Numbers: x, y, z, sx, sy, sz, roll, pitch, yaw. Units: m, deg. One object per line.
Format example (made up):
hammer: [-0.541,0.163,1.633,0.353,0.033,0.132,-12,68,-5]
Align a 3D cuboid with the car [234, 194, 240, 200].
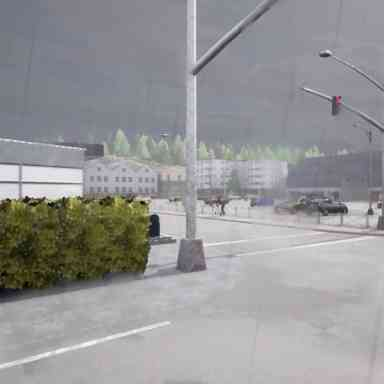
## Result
car: [9.691,1.232,77.884,3.806,1.475,1.970,0,0,-35]

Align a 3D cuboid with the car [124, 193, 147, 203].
car: [-10.758,1.077,63.628,3.866,1.878,1.905,0,0,-35]

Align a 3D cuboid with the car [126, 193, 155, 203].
car: [-9.357,1.361,60.551,3.806,1.475,1.970,0,0,-35]

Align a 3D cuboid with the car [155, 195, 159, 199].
car: [-11.327,1.286,90.768,5.008,1.535,1.882,0,0,-35]

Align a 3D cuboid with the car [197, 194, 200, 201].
car: [1.814,1.298,76.855,4.514,1.523,2.007,0,0,-35]

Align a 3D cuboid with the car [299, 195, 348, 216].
car: [12.124,1.340,29.942,4.514,1.523,2.007,0,0,-35]

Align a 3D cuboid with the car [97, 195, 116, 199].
car: [-11.399,1.505,41.331,1.837,1.490,4.892,0,0,-35]

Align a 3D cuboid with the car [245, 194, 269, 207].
car: [9.802,1.320,46.591,3.633,1.501,1.845,0,0,-35]

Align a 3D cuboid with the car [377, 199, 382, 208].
car: [25.679,1.384,43.044,3.806,1.475,1.970,0,0,-35]

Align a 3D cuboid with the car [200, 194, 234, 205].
car: [4.119,1.298,54.811,4.514,1.523,2.007,0,0,-35]

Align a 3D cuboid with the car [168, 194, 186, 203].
car: [-2.425,1.097,65.434,4.605,1.855,1.932,0,0,-35]

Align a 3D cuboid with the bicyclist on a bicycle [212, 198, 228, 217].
bicyclist on a bicycle: [2.365,1.301,28.018,1.656,1.620,0.582,0,0,-35]

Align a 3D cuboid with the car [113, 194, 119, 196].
car: [-19.743,1.334,84.931,4.902,1.511,2.128,0,0,-35]

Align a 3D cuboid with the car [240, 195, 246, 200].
car: [13.628,1.154,72.806,5.027,1.636,2.152,0,0,-35]

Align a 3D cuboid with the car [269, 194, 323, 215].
car: [10.286,1.330,32.485,5.027,1.636,2.152,0,0,-35]
